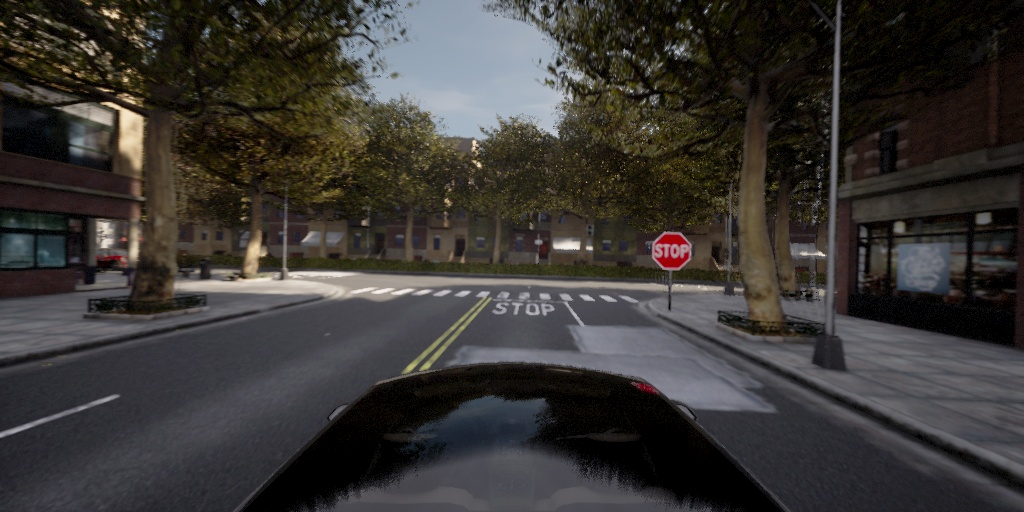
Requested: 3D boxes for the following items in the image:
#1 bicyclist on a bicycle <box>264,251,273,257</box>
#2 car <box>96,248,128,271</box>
[{"bbox_3d":[-26.435,0.272,39.035,0.582,1.620,1.656,2,0,4],"label":"bicyclist on a bicycle"},{"bbox_3d":[-30.845,0.220,27.833,4.553,1.767,2.097,1,0,4],"label":"car"}]
